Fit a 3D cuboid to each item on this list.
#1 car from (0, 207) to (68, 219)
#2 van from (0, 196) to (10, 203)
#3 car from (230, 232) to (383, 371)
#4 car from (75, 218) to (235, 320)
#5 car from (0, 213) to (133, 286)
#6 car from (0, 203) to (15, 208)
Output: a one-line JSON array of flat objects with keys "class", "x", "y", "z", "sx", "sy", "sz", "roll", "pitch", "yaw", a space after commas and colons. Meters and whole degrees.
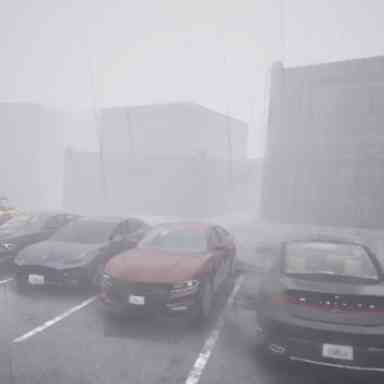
[{"class": "car", "x": -4.979, "y": 1.392, "z": 10.988, "sx": 2.097, "sy": 1.535, "sz": 5.008, "roll": 1, "pitch": 0, "yaw": 15}, {"class": "van", "x": -9.747, "y": 1.122, "z": 14.486, "sx": 1.878, "sy": 1.987, "sz": 4.442, "roll": 0, "pitch": 0, "yaw": 15}, {"class": "car", "x": 2.195, "y": 1.460, "z": 5.879, "sx": 2.231, "sy": 1.521, "sz": 4.892, "roll": 0, "pitch": 0, "yaw": 15}, {"class": "car", "x": -0.189, "y": 1.437, "z": 7.590, "sx": 2.097, "sy": 1.535, "sz": 5.008, "roll": 1, "pitch": 0, "yaw": 15}, {"class": "car", "x": -2.598, "y": 1.443, "z": 9.255, "sx": 2.163, "sy": 1.488, "sz": 4.792, "roll": 1, "pitch": 0, "yaw": 15}, {"class": "car", "x": -7.430, "y": 1.364, "z": 12.497, "sx": 1.946, "sy": 1.575, "sz": 5.366, "roll": 1, "pitch": 0, "yaw": 15}]
